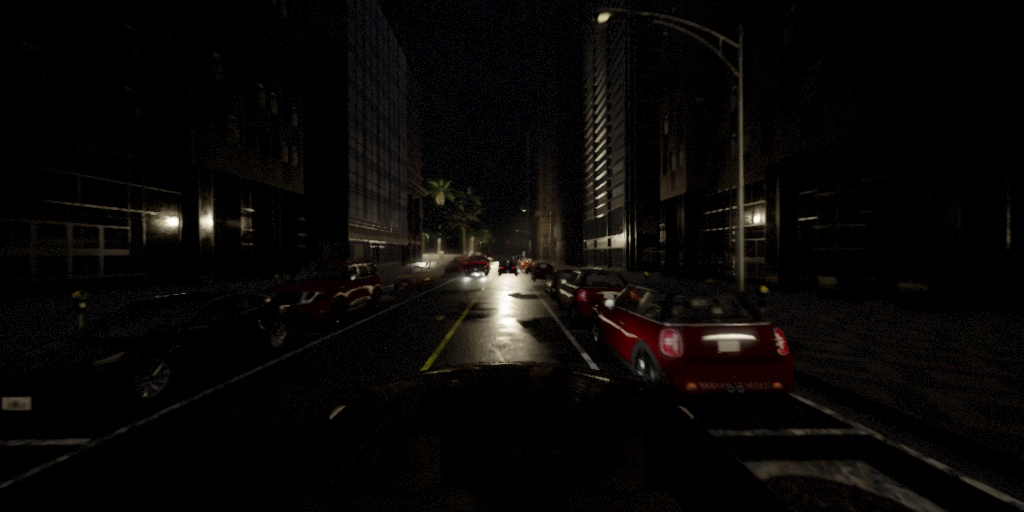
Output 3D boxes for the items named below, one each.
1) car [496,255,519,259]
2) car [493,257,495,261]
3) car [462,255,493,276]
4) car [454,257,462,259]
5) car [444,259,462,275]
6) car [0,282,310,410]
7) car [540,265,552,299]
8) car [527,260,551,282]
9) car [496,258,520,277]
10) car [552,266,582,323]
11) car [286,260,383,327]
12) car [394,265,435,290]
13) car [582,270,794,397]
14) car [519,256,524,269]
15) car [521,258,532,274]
[{"bbox_3d":[-0.555,1.018,44.271,2.097,1.767,4.553,0,0,0],"label":"car"},{"bbox_3d":[-3.568,1.207,44.546,2.128,1.511,4.902,0,0,-1],"label":"car"},{"bbox_3d":[-3.462,0.920,36.715,2.150,2.045,5.566,0,0,-1],"label":"car"},{"bbox_3d":[-6.324,1.018,44.337,2.192,1.841,5.009,0,0,-1],"label":"car"},{"bbox_3d":[-6.249,1.294,38.912,1.802,1.307,4.207,0,0,-1],"label":"car"},{"bbox_3d":[-5.799,1.342,6.359,1.948,1.339,4.313,0,0,-1],"label":"car"},{"bbox_3d":[2.575,1.280,17.323,1.802,1.307,4.207,0,0,-1],"label":"car"},{"bbox_3d":[2.425,1.222,28.172,1.888,1.381,4.507,0,0,-1],"label":"car"},{"bbox_3d":[-0.400,1.208,34.956,1.812,1.442,4.674,0,0,0],"label":"car"},{"bbox_3d":[2.650,1.150,11.899,1.967,1.591,4.097,0,0,-1],"label":"car"},{"bbox_3d":[-5.874,1.080,11.785,2.192,1.841,5.009,0,0,-1],"label":"car"},{"bbox_3d":[-6.022,1.268,22.466,1.751,1.417,4.829,0,0,-1],"label":"car"},{"bbox_3d":[2.725,1.162,6.474,1.967,1.591,4.097,0,0,-1],"label":"car"},{"bbox_3d":[2.125,1.081,49.869,1.967,1.591,4.097,0,0,-1],"label":"car"},{"bbox_3d":[2.273,1.183,39.191,1.751,1.417,4.829,0,0,-1],"label":"car"}]
